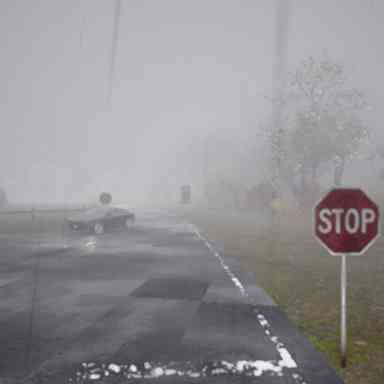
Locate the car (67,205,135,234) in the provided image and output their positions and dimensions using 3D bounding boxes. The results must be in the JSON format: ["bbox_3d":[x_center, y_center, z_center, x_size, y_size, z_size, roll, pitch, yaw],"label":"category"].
[{"bbox_3d":[-5.387,1.616,20.376,1.882,1.535,5.008,3,1,22],"label":"car"}]
